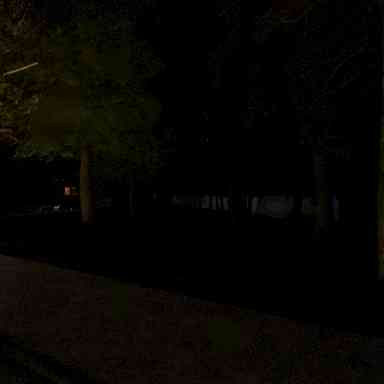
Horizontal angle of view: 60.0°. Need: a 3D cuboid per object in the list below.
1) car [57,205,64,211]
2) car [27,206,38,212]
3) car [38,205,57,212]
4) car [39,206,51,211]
[{"bbox_3d":[-35.149,4.236,87.523,2.128,1.511,4.902,0,-2,-9],"label":"car"},{"bbox_3d":[-36.705,3.910,77.083,1.837,1.490,4.892,0,-2,-9],"label":"car"},{"bbox_3d":[-33.436,3.884,77.240,1.837,1.490,4.892,0,-2,-9],"label":"car"},{"bbox_3d":[-38.355,4.273,86.988,1.994,1.385,4.181,0,-2,-9],"label":"car"}]
